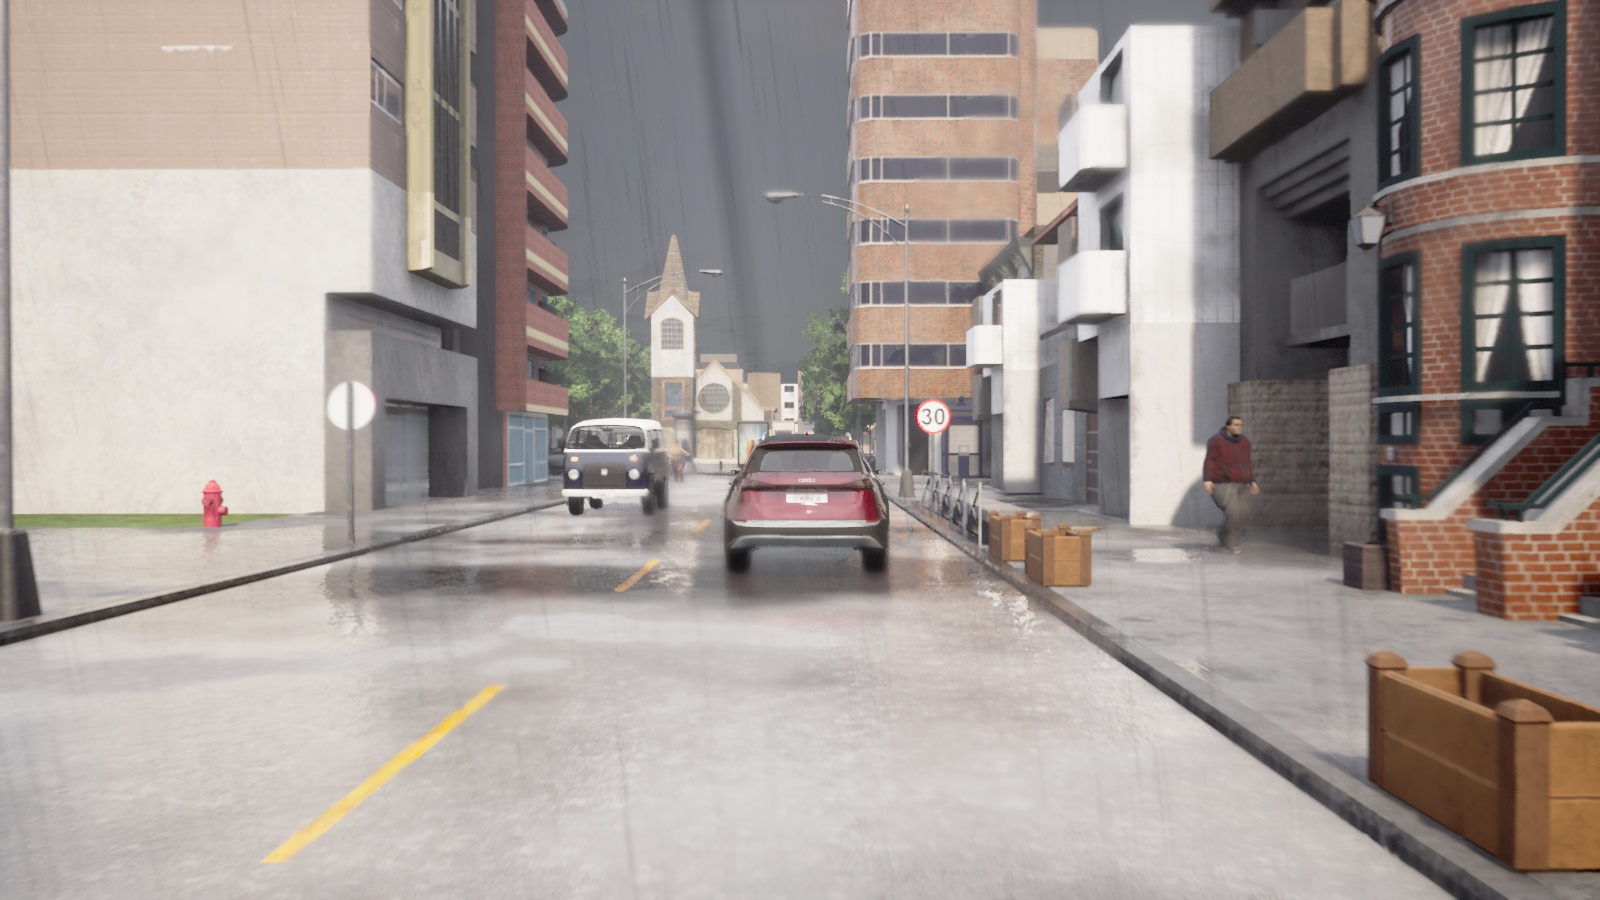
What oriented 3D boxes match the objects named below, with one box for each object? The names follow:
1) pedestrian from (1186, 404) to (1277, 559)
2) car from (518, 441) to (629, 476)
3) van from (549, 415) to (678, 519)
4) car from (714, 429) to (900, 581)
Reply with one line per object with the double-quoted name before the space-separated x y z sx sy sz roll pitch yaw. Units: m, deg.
"pedestrian" 5.318 0.373 15.504 0.634 1.844 0.899 0 0 -19
"car" -10.250 0.365 56.983 4.514 1.525 2.007 0 0 14
"van" -3.869 0.315 26.852 2.069 2.038 4.480 0 0 0
"car" 0.085 0.586 16.108 2.033 1.649 4.856 0 0 0
